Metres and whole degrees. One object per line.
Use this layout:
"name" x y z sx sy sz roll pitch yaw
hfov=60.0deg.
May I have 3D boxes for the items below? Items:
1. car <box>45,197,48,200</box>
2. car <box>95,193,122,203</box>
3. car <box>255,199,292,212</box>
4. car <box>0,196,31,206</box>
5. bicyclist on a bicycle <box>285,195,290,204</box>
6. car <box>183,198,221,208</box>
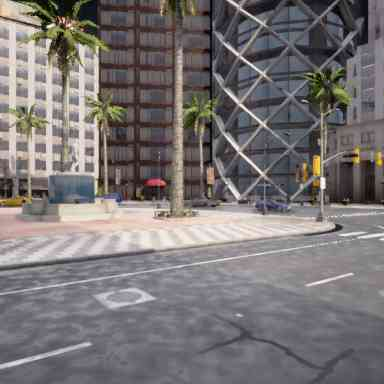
"car" -25.587 1.601 58.827 4.718 1.301 1.895 0 0 -10
"car" -15.297 1.221 59.402 5.566 2.045 2.150 0 0 3
"car" 9.625 1.526 39.480 1.812 1.442 4.674 0 0 -39
"car" -28.766 1.478 54.459 5.008 1.535 1.882 0 0 -14
"bicyclist on a bicycle" 15.718 1.301 54.602 0.582 1.620 1.656 0 0 42
"car" 1.353 1.548 47.210 5.357 1.411 2.033 0 0 32
